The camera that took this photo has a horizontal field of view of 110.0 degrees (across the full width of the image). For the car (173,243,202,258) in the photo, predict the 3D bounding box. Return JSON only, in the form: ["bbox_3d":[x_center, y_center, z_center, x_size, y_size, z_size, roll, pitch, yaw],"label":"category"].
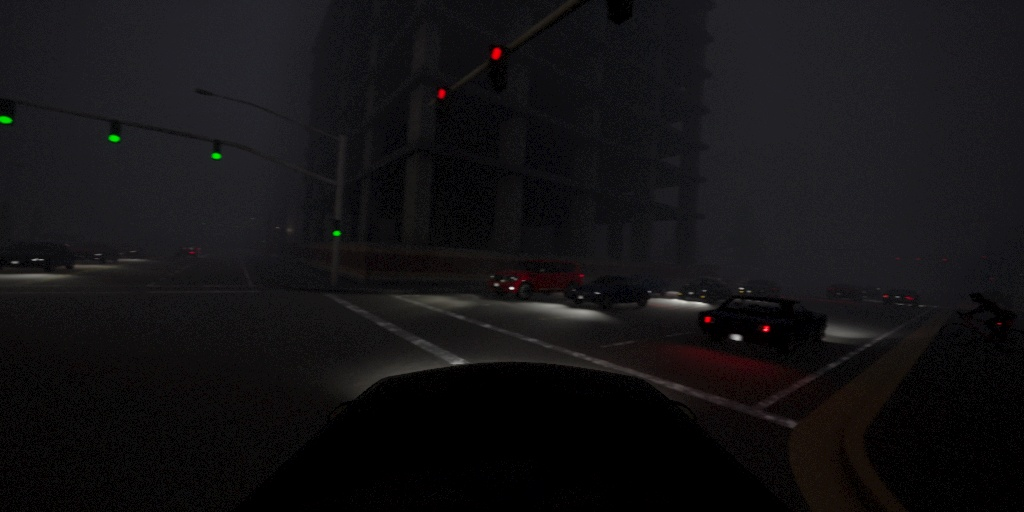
[{"bbox_3d":[-38.157,-0.473,42.063,1.895,1.301,4.718,4,-1,-38],"label":"car"}]

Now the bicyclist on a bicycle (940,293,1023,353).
[{"bbox_3d":[13.741,1.909,10.427,0.582,1.620,1.656,4,-1,-38],"label":"bicyclist on a bicycle"}]

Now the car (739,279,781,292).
[{"bbox_3d":[20.627,2.693,29.719,4.892,1.490,1.837,4,-1,-38],"label":"car"}]

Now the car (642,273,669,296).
[{"bbox_3d":[9.078,1.949,25.157,5.008,1.535,1.882,4,-1,-38],"label":"car"}]

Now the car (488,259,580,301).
[{"bbox_3d":[1.431,1.191,19.183,5.566,2.045,2.150,4,-1,-38],"label":"car"}]

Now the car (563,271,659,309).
[{"bbox_3d":[4.918,1.682,17.449,4.674,1.442,1.812,4,-1,-38],"label":"car"}]

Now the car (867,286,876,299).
[{"bbox_3d":[38.353,3.873,38.886,4.181,1.385,1.994,4,-1,-38],"label":"car"}]

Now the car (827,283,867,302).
[{"bbox_3d":[30.267,3.255,32.570,5.008,1.535,1.882,4,-1,-38],"label":"car"}]

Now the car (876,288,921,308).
[{"bbox_3d":[32.235,3.413,29.674,5.357,1.411,2.033,4,-1,-38],"label":"car"}]

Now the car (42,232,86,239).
[{"bbox_3d":[-38.036,-0.956,30.271,2.150,2.045,5.566,4,-1,-37],"label":"car"}]

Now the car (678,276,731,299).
[{"bbox_3d":[12.747,2.235,23.588,4.181,1.385,1.994,4,-1,-38],"label":"car"}]

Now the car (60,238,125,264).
[{"bbox_3d":[-30.601,-0.302,26.279,1.882,1.535,5.008,4,-1,-38],"label":"car"}]

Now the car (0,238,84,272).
[{"bbox_3d":[-24.833,-0.008,18.790,1.837,1.490,4.892,4,-1,-38],"label":"car"}]

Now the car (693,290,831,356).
[{"bbox_3d":[7.293,1.829,10.216,4.718,1.301,1.895,4,-1,-38],"label":"car"}]

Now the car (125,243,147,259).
[{"bbox_3d":[-36.789,-0.540,34.378,1.812,1.442,4.674,4,-1,-37],"label":"car"}]
